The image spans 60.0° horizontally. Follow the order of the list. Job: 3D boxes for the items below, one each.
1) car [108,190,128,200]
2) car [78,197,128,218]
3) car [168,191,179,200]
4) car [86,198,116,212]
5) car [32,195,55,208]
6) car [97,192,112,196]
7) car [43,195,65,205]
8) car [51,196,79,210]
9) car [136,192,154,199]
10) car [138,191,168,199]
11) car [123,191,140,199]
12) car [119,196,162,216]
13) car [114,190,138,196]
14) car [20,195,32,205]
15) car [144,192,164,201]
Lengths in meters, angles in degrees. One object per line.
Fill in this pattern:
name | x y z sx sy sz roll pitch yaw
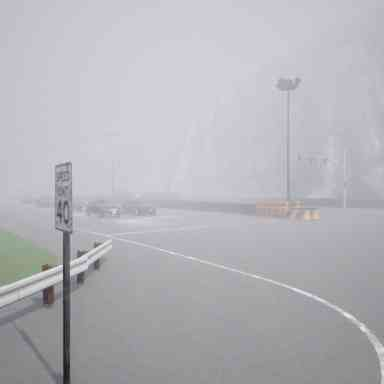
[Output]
car | -16.853 0.661 75.306 2.150 2.045 5.566 0 1 -38
car | -8.030 1.424 29.826 2.128 1.511 4.902 0 0 -38
car | -4.931 0.815 71.426 2.150 2.045 5.566 0 1 -38
car | -10.693 1.449 38.868 1.994 1.385 4.181 0 0 -38
car | -19.469 1.318 44.417 1.837 1.490 4.892 0 1 -38
car | -19.600 0.799 73.138 2.097 1.767 4.553 0 1 -38
car | -22.480 1.237 53.994 2.033 1.411 5.357 0 1 -38
car | -13.755 1.491 37.104 1.895 1.301 4.718 0 0 -38
car | -11.332 0.903 79.610 2.128 1.511 4.902 0 1 -38
car | -7.480 0.899 63.487 2.150 2.045 5.566 0 1 -38
car | -14.068 0.741 77.427 2.097 1.767 4.553 0 1 -38
car | -5.214 1.430 31.908 1.837 1.490 4.892 0 0 -38
car | -12.933 0.843 64.779 2.150 2.045 5.566 0 1 -38
car | -25.699 1.213 52.435 1.812 1.442 4.674 0 1 -37
car | -7.904 0.951 69.547 2.097 1.767 4.553 0 1 -38
